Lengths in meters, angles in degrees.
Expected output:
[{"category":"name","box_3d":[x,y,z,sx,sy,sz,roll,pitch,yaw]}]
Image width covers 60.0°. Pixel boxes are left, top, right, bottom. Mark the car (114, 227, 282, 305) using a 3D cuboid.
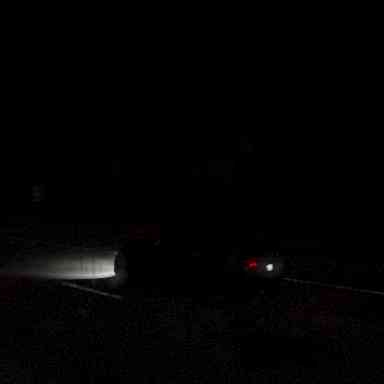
[{"category":"car","box_3d":[0.020,1.569,8.198,4.181,1.385,1.994,0,0,36]}]
